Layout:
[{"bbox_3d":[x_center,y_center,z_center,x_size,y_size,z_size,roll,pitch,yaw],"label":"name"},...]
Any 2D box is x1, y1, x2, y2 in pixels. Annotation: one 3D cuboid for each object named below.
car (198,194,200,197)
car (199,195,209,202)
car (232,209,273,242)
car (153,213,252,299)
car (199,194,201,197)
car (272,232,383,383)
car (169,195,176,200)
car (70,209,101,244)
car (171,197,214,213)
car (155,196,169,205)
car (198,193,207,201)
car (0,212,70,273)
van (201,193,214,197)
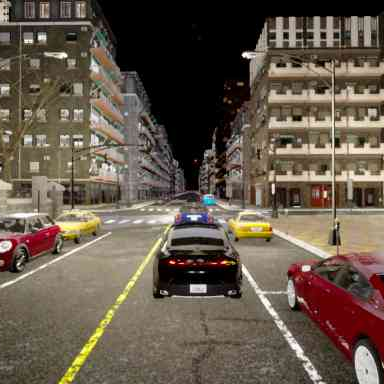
[{"bbox_3d":[2.749,1.534,65.404,1.947,1.339,4.313,1,0,0],"label":"car"},{"bbox_3d":[2.759,1.503,76.746,2.008,1.369,4.403,1,0,0],"label":"car"},{"bbox_3d":[2.712,1.527,16.239,1.752,1.417,4.829,1,0,0],"label":"car"},{"bbox_3d":[0.109,1.506,8.458,1.837,1.490,4.892,0,0,0],"label":"car"},{"bbox_3d":[2.745,1.519,59.734,1.887,1.381,4.507,1,0,0],"label":"car"},{"bbox_3d":[2.703,1.546,4.835,1.887,1.381,4.507,1,0,0],"label":"car"},{"bbox_3d":[-5.613,1.516,88.152,1.802,1.307,4.206,1,0,0],"label":"car"},{"bbox_3d":[-5.669,1.527,15.923,1.752,1.417,4.829,1,0,0],"label":"car"},{"bbox_3d":[0.134,1.354,18.718,2.097,1.767,4.553,0,0,1],"label":"car"},{"bbox_3d":[-5.635,1.556,59.796,1.802,1.307,4.206,1,0,0],"label":"car"},{"bbox_3d":[2.770,1.249,88.088,2.192,1.841,5.009,1,0,0],"label":"car"},{"bbox_3d":[-5.672,1.442,10.478,1.967,1.590,4.097,1,0,0],"label":"car"},{"bbox_3d":[2.744,1.321,54.061,1.690,1.788,3.998,1,0,0],"label":"van"}]
